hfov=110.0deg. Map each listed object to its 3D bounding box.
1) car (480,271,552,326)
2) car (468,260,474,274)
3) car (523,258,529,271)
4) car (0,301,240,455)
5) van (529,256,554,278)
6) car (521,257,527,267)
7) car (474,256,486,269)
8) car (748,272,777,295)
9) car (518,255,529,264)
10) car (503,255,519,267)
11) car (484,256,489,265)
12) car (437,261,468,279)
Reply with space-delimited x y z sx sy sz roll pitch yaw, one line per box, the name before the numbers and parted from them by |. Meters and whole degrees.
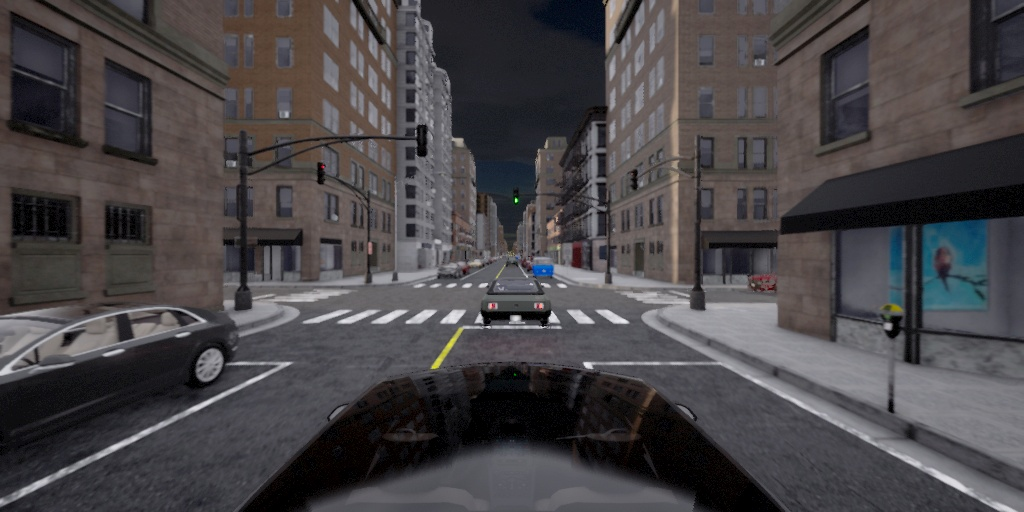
car | 0.103 1.325 11.559 1.895 1.301 4.718 0 0 0
car | -5.382 1.202 36.957 1.888 1.381 4.507 0 0 0
car | 2.644 1.223 42.645 1.802 1.307 4.207 0 0 0
car | -5.387 1.294 4.194 2.007 1.370 4.403 0 0 0
van | 2.642 1.012 31.282 1.690 1.789 3.998 0 0 0
car | 2.646 1.190 54.008 1.802 1.307 4.207 0 0 0
car | -5.379 1.134 53.833 1.751 1.417 4.829 0 0 0
car | 15.352 1.283 19.120 5.008 1.535 1.882 0 0 0
car | 2.647 0.904 59.690 2.192 1.841 5.009 0 0 0
car | 0.010 0.937 60.963 2.097 1.767 4.553 0 0 0
car | -5.378 1.155 59.685 1.948 1.339 4.313 0 0 0
car | -5.383 1.222 31.275 2.007 1.370 4.403 0 0 0
